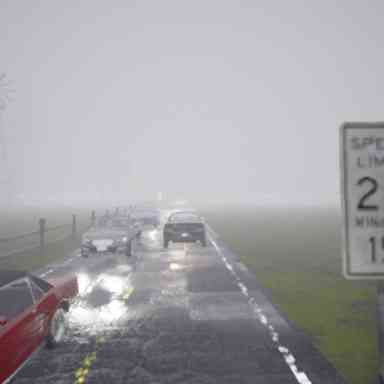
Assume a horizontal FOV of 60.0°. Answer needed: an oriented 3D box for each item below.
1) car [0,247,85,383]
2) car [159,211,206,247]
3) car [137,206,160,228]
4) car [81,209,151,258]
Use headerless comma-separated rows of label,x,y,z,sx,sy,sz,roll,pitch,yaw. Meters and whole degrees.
car,-2.879,1.687,3.679,1.895,1.301,4.718,-1,-1,-2
car,-0.377,1.683,16.353,1.882,1.535,5.008,-1,-1,-2
car,-3.455,1.818,25.312,1.882,1.535,5.008,-1,-1,-1
car,-3.157,1.699,13.877,2.128,1.511,4.902,-1,-1,-2
